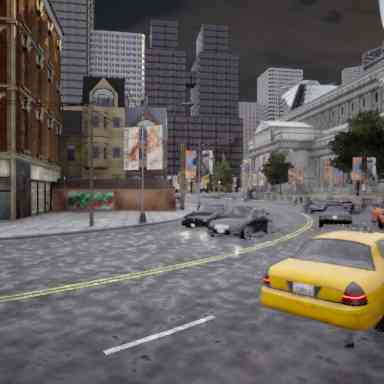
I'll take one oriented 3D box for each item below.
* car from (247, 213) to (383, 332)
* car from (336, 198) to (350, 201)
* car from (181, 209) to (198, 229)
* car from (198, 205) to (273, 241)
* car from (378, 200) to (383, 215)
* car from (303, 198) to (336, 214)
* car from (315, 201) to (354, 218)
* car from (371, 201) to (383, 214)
[{"bbox_3d":[3.483,1.452,6.864,1.801,1.575,5.366,0,0,45],"label":"car"},{"bbox_3d":[16.935,1.472,38.261,2.128,1.511,4.902,0,0,5],"label":"car"},{"bbox_3d":[1.343,1.531,21.442,2.033,1.411,5.357,0,0,29],"label":"car"},{"bbox_3d":[2.625,1.480,16.972,2.128,1.511,4.902,0,0,33],"label":"car"},{"bbox_3d":[19.098,1.507,30.595,2.002,1.452,4.674,0,0,11],"label":"car"},{"bbox_3d":[13.169,1.527,35.350,2.033,1.411,5.357,0,0,8],"label":"car"},{"bbox_3d":[9.661,1.550,22.488,1.994,1.385,4.181,0,0,23],"label":"car"},{"bbox_3d":[13.150,1.342,21.860,2.097,1.767,4.553,0,0,23],"label":"car"}]
